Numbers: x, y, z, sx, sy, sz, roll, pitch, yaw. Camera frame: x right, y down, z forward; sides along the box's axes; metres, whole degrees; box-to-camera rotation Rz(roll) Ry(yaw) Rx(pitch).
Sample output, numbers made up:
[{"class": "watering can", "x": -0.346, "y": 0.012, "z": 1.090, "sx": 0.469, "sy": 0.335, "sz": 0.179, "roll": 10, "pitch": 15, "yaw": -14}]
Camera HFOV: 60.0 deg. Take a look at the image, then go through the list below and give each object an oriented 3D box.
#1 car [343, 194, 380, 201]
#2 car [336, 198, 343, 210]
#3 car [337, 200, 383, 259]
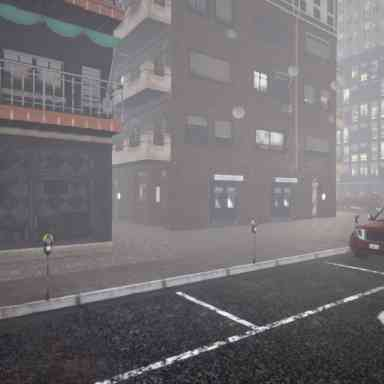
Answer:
[{"class": "car", "x": 19.367, "y": 1.112, "z": 38.952, "sx": 2.192, "sy": 1.841, "sz": 5.009, "roll": 1, "pitch": 0, "yaw": -36}, {"class": "car", "x": 12.752, "y": 1.333, "z": 34.202, "sx": 1.802, "sy": 1.307, "sz": 4.206, "roll": 1, "pitch": 0, "yaw": -36}, {"class": "car", "x": 7.506, "y": 1.318, "z": 11.424, "sx": 5.009, "sy": 1.841, "sz": 2.192, "roll": 0, "pitch": 0, "yaw": -35}]
